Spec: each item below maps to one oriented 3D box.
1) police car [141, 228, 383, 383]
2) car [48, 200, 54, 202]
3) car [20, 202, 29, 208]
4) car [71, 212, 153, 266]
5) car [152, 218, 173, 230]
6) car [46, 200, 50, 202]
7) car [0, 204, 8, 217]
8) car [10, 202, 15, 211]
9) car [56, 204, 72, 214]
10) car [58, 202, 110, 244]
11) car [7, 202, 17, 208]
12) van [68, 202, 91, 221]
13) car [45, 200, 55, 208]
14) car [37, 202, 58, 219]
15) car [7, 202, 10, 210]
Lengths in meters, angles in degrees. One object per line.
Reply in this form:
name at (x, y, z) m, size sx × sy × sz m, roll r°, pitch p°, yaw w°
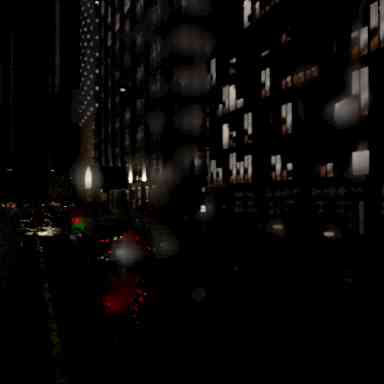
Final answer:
police car at (1.171, 1.489, 3.895) m, size 1.930 × 1.638 × 5.238 m, roll 0°, pitch -1°, yaw -26°
car at (-26.188, 2.786, 64.096) m, size 2.008 × 1.369 × 4.403 m, roll 0°, pitch -1°, yaw -26°
car at (-40.441, 3.069, 80.359) m, size 1.882 × 1.535 × 5.008 m, roll 0°, pitch -1°, yaw -26°
car at (-3.272, 1.738, 12.728) m, size 1.837 × 1.490 × 4.892 m, roll 0°, pitch -1°, yaw -26°
car at (-1.985, 1.808, 14.447) m, size 2.008 × 1.369 × 4.403 m, roll 0°, pitch -1°, yaw -26°
car at (-31.103, 2.963, 74.178) m, size 1.752 × 1.417 × 4.829 m, roll 0°, pitch -1°, yaw -26°
car at (-24.038, 2.376, 40.561) m, size 1.947 × 1.339 × 4.313 m, roll 0°, pitch -1°, yaw -26°
car at (-33.719, 2.787, 60.421) m, size 1.802 × 1.307 × 4.206 m, roll 0°, pitch -1°, yaw -26°
car at (-19.001, 2.467, 49.354) m, size 1.752 × 1.417 × 4.829 m, roll 0°, pitch -1°, yaw -26°
car at (-5.804, 1.563, 18.206) m, size 2.150 × 2.045 × 5.566 m, roll 0°, pitch -1°, yaw -26°
car at (-43.399, 3.186, 80.280) m, size 1.802 × 1.307 × 4.206 m, roll 0°, pitch -1°, yaw -26°
van at (-11.669, 1.985, 34.309) m, size 1.690 × 1.788 × 3.998 m, roll 0°, pitch -1°, yaw -26°
car at (-35.871, 2.950, 83.959) m, size 2.192 × 1.841 × 5.009 m, roll 0°, pitch -1°, yaw -26°
car at (-16.458, 2.235, 38.075) m, size 1.837 × 1.490 × 4.892 m, roll 0°, pitch -2°, yaw -25°
car at (-26.459, 2.349, 45.528) m, size 1.967 × 1.590 × 4.097 m, roll 0°, pitch -1°, yaw -26°
